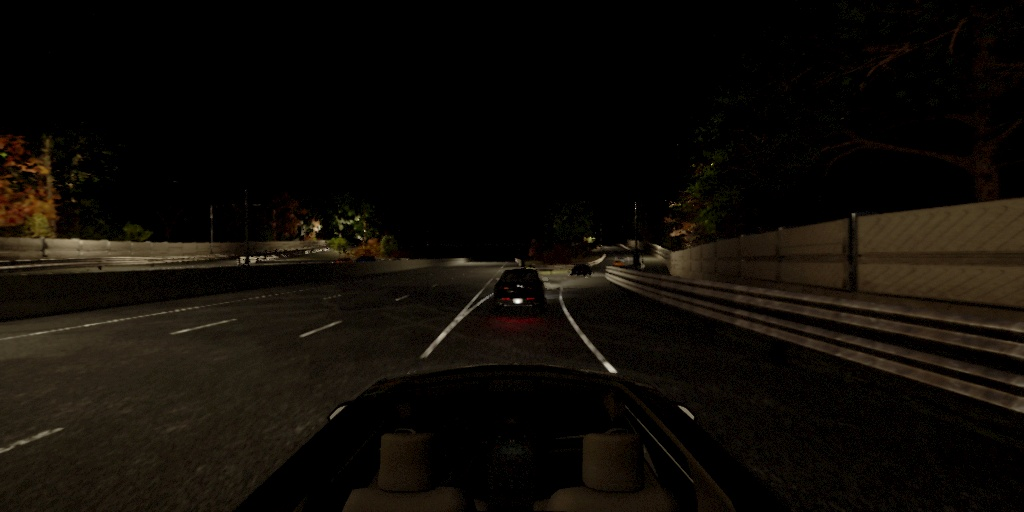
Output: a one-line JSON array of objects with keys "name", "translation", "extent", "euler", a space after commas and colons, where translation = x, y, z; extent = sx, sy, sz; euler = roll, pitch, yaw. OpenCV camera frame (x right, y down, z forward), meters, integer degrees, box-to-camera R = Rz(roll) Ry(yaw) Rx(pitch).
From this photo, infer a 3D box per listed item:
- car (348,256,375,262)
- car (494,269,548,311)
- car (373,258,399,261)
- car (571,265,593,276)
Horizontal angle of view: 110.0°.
[{"name": "car", "translation": [-24.530, 1.003, 59.816], "extent": [2.150, 2.045, 5.566], "euler": [0, 0, 0]}, {"name": "car", "translation": [0.396, 1.263, 14.485], "extent": [1.837, 1.490, 4.892], "euler": [-1, 0, 5]}, {"name": "car", "translation": [-21.035, 1.309, 59.946], "extent": [1.812, 1.442, 4.674], "euler": [0, 0, 0]}, {"name": "car", "translation": [8.928, 1.832, 45.832], "extent": [1.812, 1.442, 4.674], "euler": [0, -1, 25]}]
